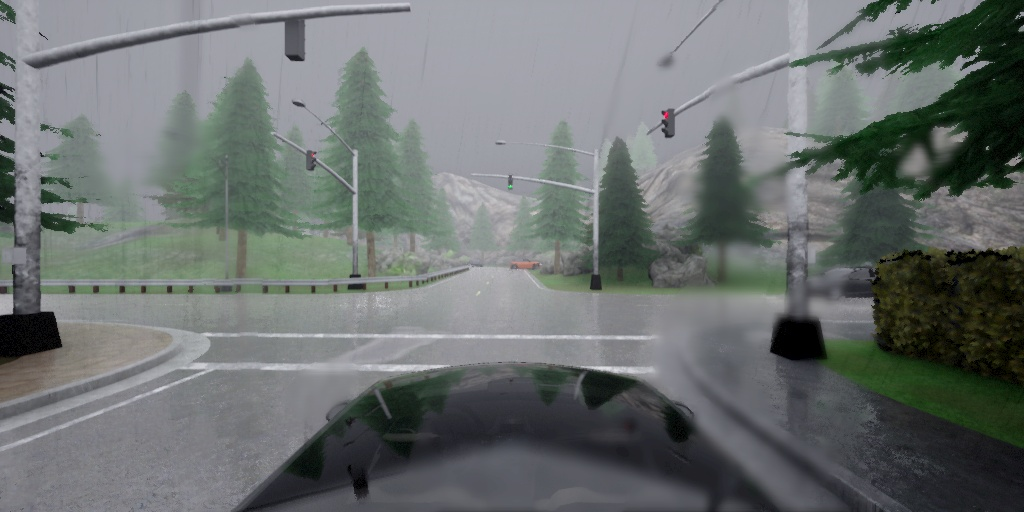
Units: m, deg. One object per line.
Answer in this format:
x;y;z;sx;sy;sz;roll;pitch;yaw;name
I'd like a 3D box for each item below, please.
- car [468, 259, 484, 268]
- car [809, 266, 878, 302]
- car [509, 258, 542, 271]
-6.113;1.272;59.717;2.033;1.411;5.357;0;0;-19;car
15.273;1.229;16.172;4.892;1.490;1.837;-1;0;0;car
1.834;1.081;49.255;4.553;1.767;2.097;0;0;-6;car
